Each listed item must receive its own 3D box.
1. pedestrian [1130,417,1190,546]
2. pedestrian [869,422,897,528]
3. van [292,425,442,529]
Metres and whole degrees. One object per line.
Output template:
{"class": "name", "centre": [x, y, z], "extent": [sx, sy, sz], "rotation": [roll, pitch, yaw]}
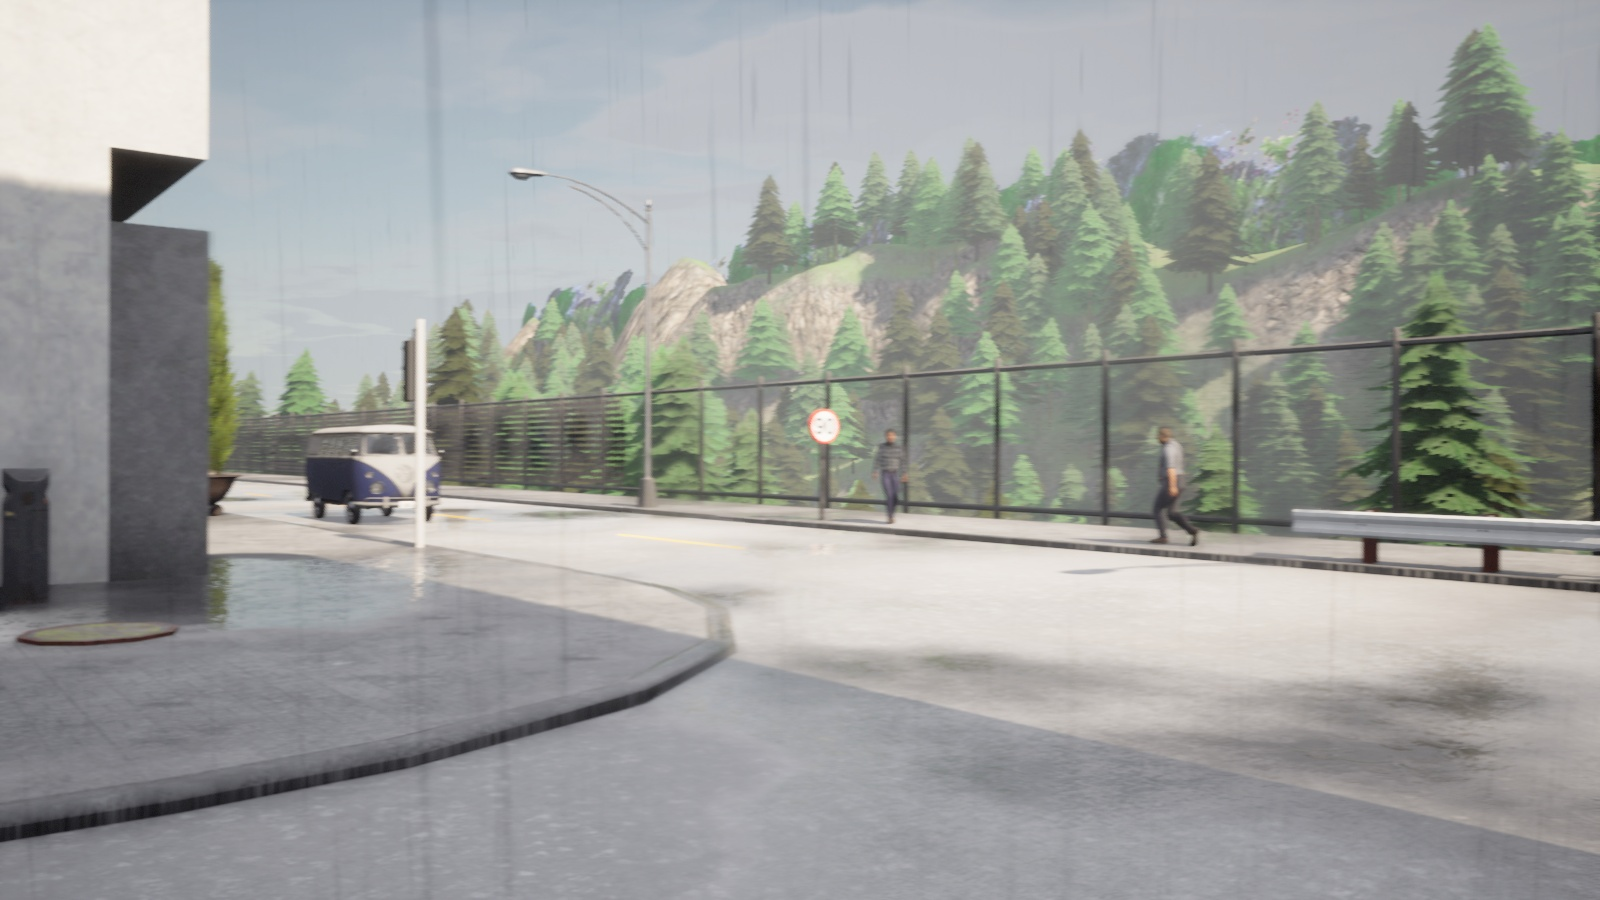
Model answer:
{"class": "pedestrian", "centre": [5.320, 0.455, 18.546], "extent": [0.694, 1.848, 0.540], "rotation": [0, 0, 40]}
{"class": "pedestrian", "centre": [1.559, 0.460, 23.641], "extent": [0.423, 1.949, 0.788], "rotation": [0, 0, -4]}
{"class": "van", "centre": [-9.131, 0.514, 26.256], "extent": [1.775, 1.987, 4.442], "rotation": [0, 0, -36]}
